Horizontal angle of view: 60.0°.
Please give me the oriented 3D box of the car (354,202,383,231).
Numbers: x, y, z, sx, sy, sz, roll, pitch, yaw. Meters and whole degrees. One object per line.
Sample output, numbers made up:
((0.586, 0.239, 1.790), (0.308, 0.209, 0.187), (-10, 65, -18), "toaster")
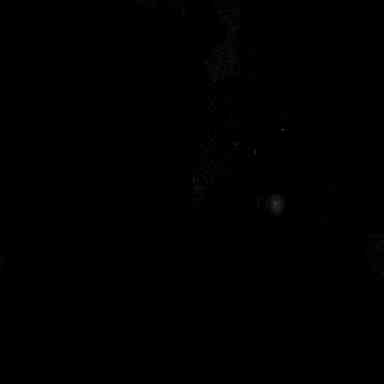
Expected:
((12.407, 1.505, 19.417), (2.097, 1.767, 4.553), (1, -1, -34), "car")

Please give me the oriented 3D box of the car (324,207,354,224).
((12.550, 1.769, 24.493), (2.033, 1.411, 5.357), (1, -1, -34), "car")
